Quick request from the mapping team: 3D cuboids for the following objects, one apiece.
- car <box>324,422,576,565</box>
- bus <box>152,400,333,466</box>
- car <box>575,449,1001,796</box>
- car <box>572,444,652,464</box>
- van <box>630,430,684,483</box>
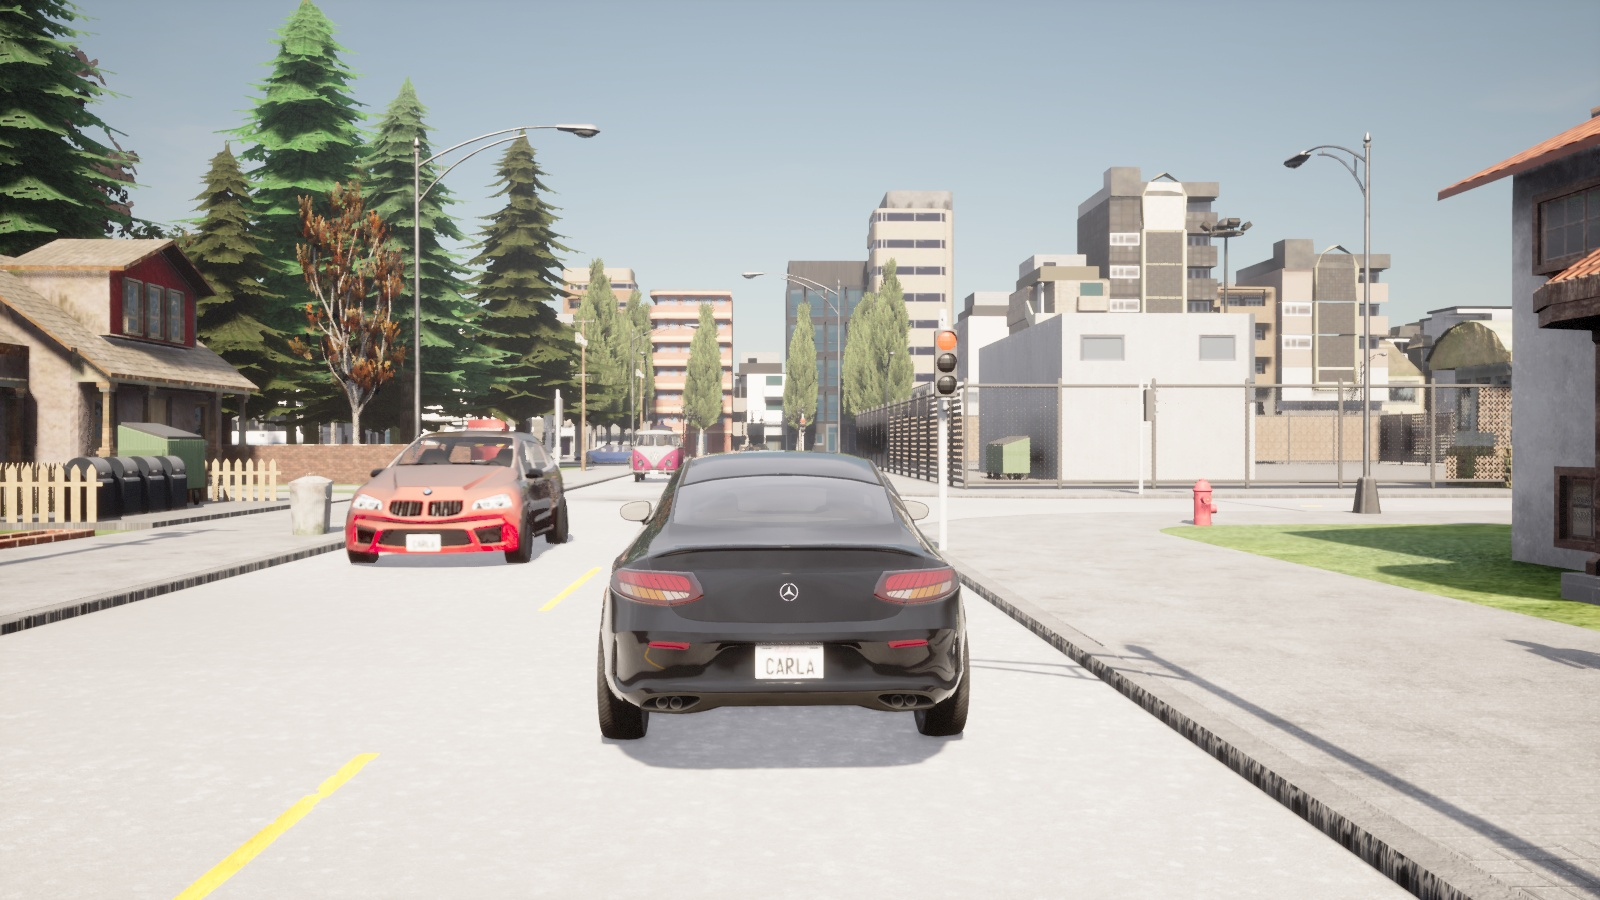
[{"bbox_3d":[-4.490,0.491,16.966,2.242,1.667,4.611,0,0,-2],"label":"car"},{"bbox_3d":[-36.825,-1.130,83.327,10.273,4.253,3.944,0,0,-2],"label":"bus"},{"bbox_3d":[-0.142,0.729,7.674,1.812,1.442,4.674,0,0,-2],"label":"car"},{"bbox_3d":[-13.179,0.285,88.216,5.357,1.411,2.033,0,0,-1],"label":"car"},{"bbox_3d":[-5.522,0.218,49.039,1.775,1.987,4.442,0,0,-2],"label":"van"}]
